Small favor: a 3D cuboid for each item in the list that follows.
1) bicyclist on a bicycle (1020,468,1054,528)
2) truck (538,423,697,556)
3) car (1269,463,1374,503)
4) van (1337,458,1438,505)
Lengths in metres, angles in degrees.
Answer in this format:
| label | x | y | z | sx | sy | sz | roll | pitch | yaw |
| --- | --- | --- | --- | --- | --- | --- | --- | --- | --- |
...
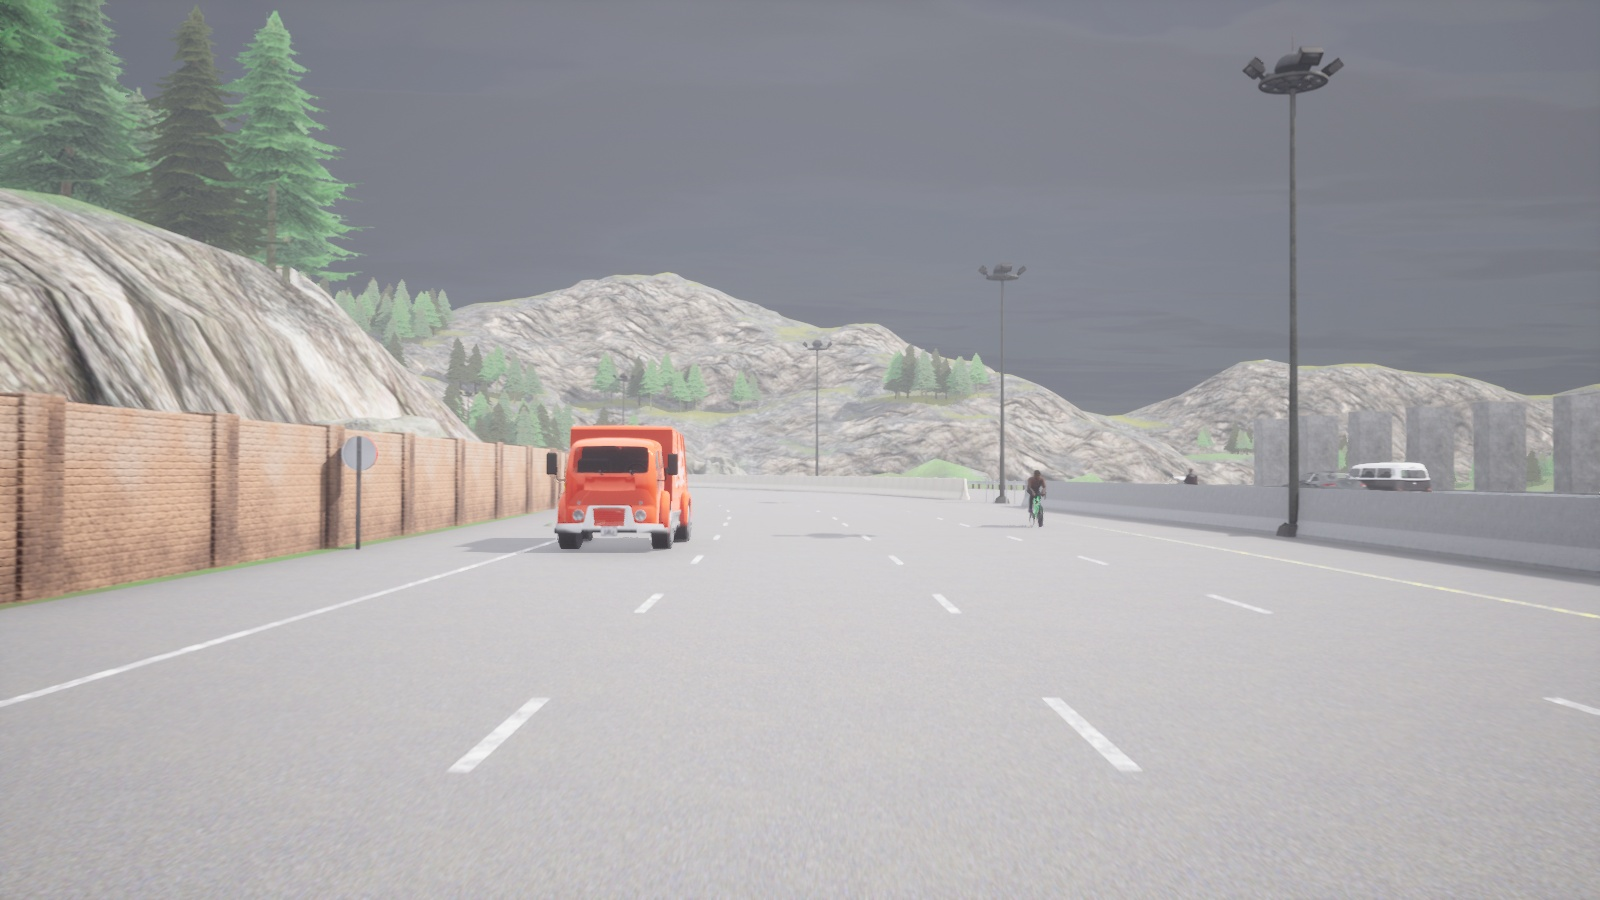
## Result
| label | x | y | z | sx | sy | sz | roll | pitch | yaw |
| --- | --- | --- | --- | --- | --- | --- | --- | --- | --- |
| bicyclist on a bicycle | 6.650 | 1.332 | 35.274 | 0.582 | 1.620 | 1.656 | 0 | -1 | -2 |
| truck | -3.606 | 0.780 | 25.961 | 2.627 | 2.467 | 5.204 | 0 | -1 | -1 |
| car | 22.960 | 1.433 | 55.519 | 2.152 | 1.651 | 5.027 | 0 | -1 | -6 |
| van | 26.359 | 1.384 | 56.528 | 2.069 | 2.038 | 4.480 | 0 | -1 | -6 |
